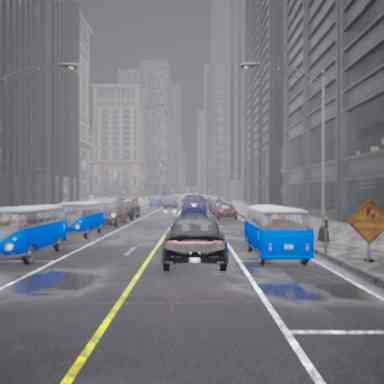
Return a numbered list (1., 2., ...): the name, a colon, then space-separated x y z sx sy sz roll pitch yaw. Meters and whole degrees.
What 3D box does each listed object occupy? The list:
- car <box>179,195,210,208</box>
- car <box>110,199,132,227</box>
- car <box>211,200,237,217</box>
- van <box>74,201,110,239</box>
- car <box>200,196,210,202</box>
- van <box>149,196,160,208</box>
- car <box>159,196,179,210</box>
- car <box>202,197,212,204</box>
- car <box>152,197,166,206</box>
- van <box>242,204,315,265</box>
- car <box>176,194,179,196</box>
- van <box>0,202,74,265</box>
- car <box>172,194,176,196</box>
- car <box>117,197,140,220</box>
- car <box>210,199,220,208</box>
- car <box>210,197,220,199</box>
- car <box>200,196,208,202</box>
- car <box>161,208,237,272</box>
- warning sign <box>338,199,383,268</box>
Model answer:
1. car: 0.197 1.272 30.436 2.150 2.045 5.566 0 0 0
2. car: -5.683 1.480 22.761 1.967 1.590 4.097 0 0 0
3. car: 2.865 1.631 28.374 1.802 1.307 4.206 0 0 0
4. van: -5.704 1.371 17.121 1.690 1.788 3.998 0 0 0
5. car: 3.059 1.679 79.139 2.008 1.369 4.403 0 0 0
6. van: -5.575 1.427 50.966 1.690 1.788 3.998 0 0 0
7. car: -2.923 1.625 45.680 2.033 1.411 5.357 0 0 0
8. car: 3.015 1.657 67.858 1.887 1.381 4.507 0 0 0
9. car: -5.553 1.640 56.607 1.887 1.381 4.507 0 0 0
10. van: 2.799 1.361 11.452 1.690 1.788 3.998 0 0 0
11. car: -5.423 1.707 90.452 1.947 1.339 4.313 0 0 0
12. van: -5.726 1.361 11.480 1.690 1.788 3.998 0 0 0
13. car: -5.467 1.569 79.169 1.967 1.590 4.097 0 0 0
14. car: -5.661 1.364 28.403 2.192 1.841 5.009 0 0 0
15. car: 2.886 1.640 34.014 1.802 1.307 4.206 0 0 0
16. car: 2.908 1.633 39.655 1.947 1.339 4.313 0 0 0
17. car: 3.080 1.701 84.780 1.947 1.339 4.313 0 0 0
18. car: 0.098 1.511 10.856 2.128 1.511 4.902 0 0 1
19. warning sign: 5.105 1.132 9.582 1.300 1.860 1.060 0 0 0
